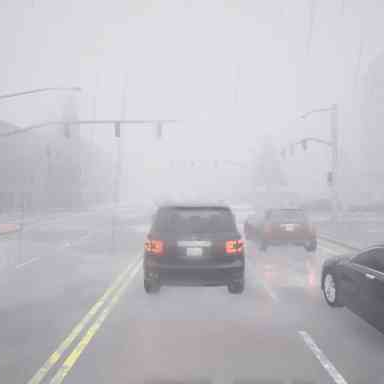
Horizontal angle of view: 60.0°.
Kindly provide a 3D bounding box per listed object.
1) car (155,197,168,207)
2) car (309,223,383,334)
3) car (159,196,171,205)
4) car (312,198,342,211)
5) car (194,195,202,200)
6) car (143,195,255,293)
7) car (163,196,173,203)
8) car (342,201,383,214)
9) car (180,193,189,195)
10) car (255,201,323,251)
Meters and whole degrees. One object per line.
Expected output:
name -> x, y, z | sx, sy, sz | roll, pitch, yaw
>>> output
car -> -4.694, 1.526, 51.927 | 1.812, 1.442, 4.674 | 0, 0, -1
car -> 3.608, 1.505, 5.065 | 1.837, 1.490, 4.892 | 0, 0, 0
car -> -4.892, 1.477, 61.317 | 1.882, 1.535, 5.008 | 0, 0, -1
car -> 14.443, 1.505, 37.545 | 4.892, 1.490, 1.837 | 0, 0, -2
car -> 1.479, 1.552, 90.349 | 1.994, 1.385, 4.181 | 0, 0, -1
car -> 0.055, 1.221, 8.969 | 2.150, 2.045, 5.566 | 0, 0, 0
car -> -5.065, 1.552, 71.198 | 1.994, 1.385, 4.181 | 0, 0, -1
car -> 18.492, 1.601, 34.152 | 4.718, 1.301, 1.895 | 0, 0, -2
car -> -1.779, 1.496, 80.204 | 1.837, 1.490, 4.892 | 0, 0, -1
car -> 3.537, 1.352, 14.147 | 2.097, 1.767, 4.553 | 0, 0, 0
